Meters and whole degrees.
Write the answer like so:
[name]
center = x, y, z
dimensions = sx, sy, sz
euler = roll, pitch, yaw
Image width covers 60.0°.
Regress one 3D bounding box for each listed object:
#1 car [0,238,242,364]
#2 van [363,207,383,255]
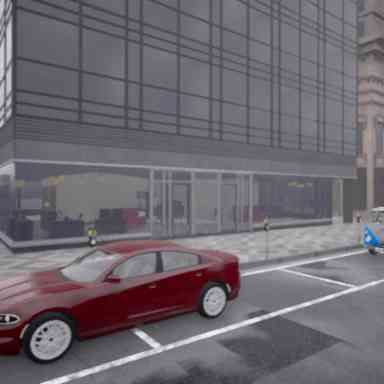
[car]
center = -1.128, 1.559, 5.848
dimensions = 4.507, 1.381, 1.887
euler = 0, 0, -36
[van]
center = 7.990, 1.423, 12.364
dimensions = 3.998, 1.788, 1.690
euler = 0, 0, -36
